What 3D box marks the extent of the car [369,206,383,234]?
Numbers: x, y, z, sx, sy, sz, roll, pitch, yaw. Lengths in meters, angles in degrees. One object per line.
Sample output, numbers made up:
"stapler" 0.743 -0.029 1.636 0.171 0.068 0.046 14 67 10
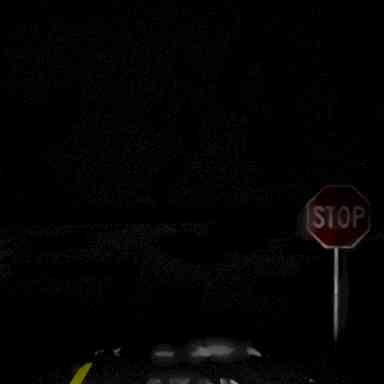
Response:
"car" 10.771 1.434 18.034 4.181 1.385 1.994 -1 0 0
